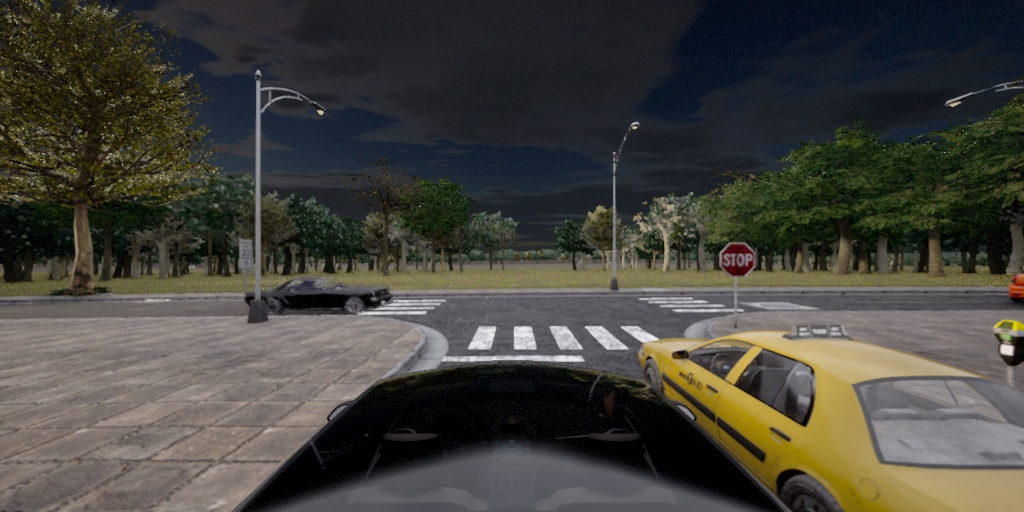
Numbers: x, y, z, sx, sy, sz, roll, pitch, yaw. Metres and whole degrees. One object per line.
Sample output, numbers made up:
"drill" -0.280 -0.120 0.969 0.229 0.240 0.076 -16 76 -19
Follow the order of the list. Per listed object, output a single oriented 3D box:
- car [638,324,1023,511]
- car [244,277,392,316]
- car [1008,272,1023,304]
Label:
"car" 2.643 1.281 3.369 1.751 1.417 4.829 0 0 0
"car" -7.050 1.451 13.441 4.718 1.301 1.895 -1 0 1
"car" 21.589 0.980 13.130 4.553 1.767 2.097 0 0 1
